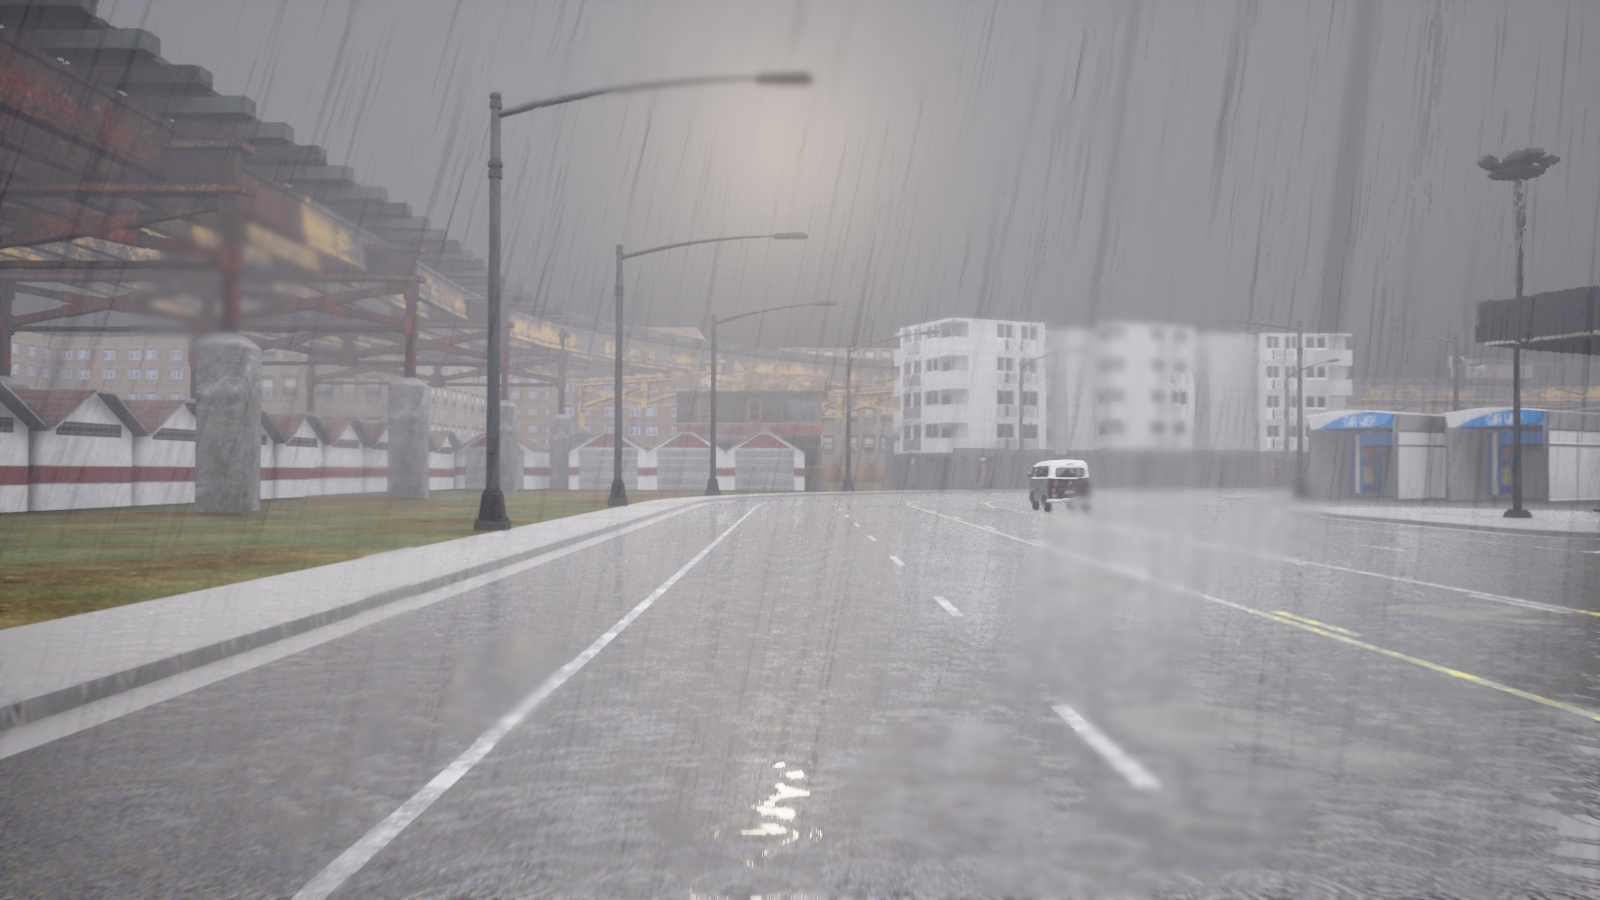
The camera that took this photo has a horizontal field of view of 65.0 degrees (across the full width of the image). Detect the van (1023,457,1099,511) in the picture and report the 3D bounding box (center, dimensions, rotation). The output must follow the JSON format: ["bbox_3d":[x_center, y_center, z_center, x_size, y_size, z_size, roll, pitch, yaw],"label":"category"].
[{"bbox_3d":[10.384,1.338,50.278,2.069,2.038,4.480,0,-1,0],"label":"van"}]
